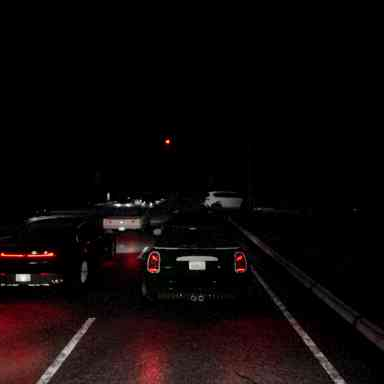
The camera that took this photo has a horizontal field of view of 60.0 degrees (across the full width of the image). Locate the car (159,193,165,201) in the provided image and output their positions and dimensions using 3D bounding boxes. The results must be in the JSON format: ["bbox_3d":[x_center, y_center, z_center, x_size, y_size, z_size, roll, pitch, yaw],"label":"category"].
[{"bbox_3d":[-7.171,1.005,66.088,2.033,1.411,5.357,0,1,1],"label":"car"}]

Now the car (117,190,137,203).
[{"bbox_3d":[-10.695,0.928,53.872,2.097,1.767,4.553,0,0,0],"label":"car"}]

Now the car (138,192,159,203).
[{"bbox_3d":[-7.200,1.105,56.020,2.033,1.411,5.357,0,1,0],"label":"car"}]

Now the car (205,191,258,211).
[{"bbox_3d":[4.034,0.963,34.974,5.566,2.045,2.150,0,1,-3],"label":"car"}]

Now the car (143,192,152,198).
[{"bbox_3d":[-11.067,0.749,83.759,1.812,1.442,4.674,0,1,-2],"label":"car"}]

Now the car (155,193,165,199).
[{"bbox_3d":[-7.301,0.870,76.515,2.033,1.411,5.357,0,1,-1],"label":"car"}]

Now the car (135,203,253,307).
[{"bbox_3d":[0.088,1.323,8.092,2.097,1.767,4.553,0,0,0],"label":"car"}]

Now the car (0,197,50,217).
[{"bbox_3d":[-14.465,1.304,28.451,4.892,1.490,1.837,0,0,21],"label":"car"}]

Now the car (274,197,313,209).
[{"bbox_3d":[12.126,1.306,39.167,4.718,1.301,1.895,0,1,-3],"label":"car"}]

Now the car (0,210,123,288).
[{"bbox_3d":[-3.415,1.468,9.145,1.837,1.490,4.892,0,0,0],"label":"car"}]

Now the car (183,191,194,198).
[{"bbox_3d":[-0.680,0.707,86.096,1.812,1.442,4.674,0,1,-4],"label":"car"}]

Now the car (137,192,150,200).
[{"bbox_3d":[-10.732,0.894,73.537,2.128,1.511,4.902,0,1,-1],"label":"car"}]

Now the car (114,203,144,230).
[{"bbox_3d":[-3.435,1.487,18.466,1.895,1.301,4.718,0,1,0],"label":"car"}]

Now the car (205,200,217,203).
[{"bbox_3d":[0.061,1.388,17.289,2.128,1.511,4.902,0,0,1],"label":"car"}]

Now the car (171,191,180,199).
[{"bbox_3d":[-3.724,0.843,73.865,1.882,1.535,5.008,0,1,-1],"label":"car"}]

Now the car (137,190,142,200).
[{"bbox_3d":[-10.681,0.709,63.313,2.150,2.045,5.566,0,1,0],"label":"car"}]

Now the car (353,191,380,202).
[{"bbox_3d":[21.877,0.922,39.734,5.566,2.045,2.150,0,1,-3],"label":"car"}]
